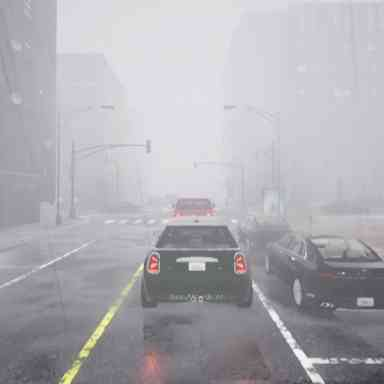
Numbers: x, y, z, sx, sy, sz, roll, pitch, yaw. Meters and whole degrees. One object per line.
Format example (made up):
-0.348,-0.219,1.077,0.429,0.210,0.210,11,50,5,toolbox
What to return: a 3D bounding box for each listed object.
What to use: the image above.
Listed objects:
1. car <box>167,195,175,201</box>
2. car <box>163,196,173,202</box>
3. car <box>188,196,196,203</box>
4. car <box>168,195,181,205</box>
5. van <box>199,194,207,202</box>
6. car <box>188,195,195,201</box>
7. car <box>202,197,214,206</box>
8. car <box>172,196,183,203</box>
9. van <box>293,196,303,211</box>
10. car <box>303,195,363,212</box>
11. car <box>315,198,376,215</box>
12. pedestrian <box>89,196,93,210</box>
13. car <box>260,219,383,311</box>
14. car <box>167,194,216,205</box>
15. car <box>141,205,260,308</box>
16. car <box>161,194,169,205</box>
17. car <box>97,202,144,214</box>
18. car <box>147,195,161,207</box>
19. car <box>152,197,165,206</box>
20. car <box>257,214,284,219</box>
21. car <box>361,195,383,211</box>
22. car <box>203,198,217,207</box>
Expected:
-5.716,1.648,90.387,1.947,1.339,4.313,1,0,0,car
-5.711,1.637,79.245,1.947,1.339,4.313,1,0,0,car
-0.030,1.592,75.447,1.812,1.442,4.674,0,0,0,car
-3.093,1.405,60.611,2.097,1.767,4.553,0,0,0,car
2.671,1.413,79.210,1.690,1.788,3.998,1,0,0,van
-0.037,1.583,90.833,1.837,1.490,4.892,0,0,0,car
2.678,1.632,56.924,1.802,1.307,4.206,1,0,0,car
-3.029,1.589,70.681,2.128,1.511,4.902,0,0,0,car
13.748,1.316,38.178,3.998,1.788,1.690,0,0,0,van
14.971,1.403,35.576,5.008,1.535,1.882,-1,-1,2,car
13.691,1.428,29.796,4.206,1.307,1.802,0,0,0,car
-12.545,1.368,41.312,0.375,1.860,0.375,0,0,0,pedestrian
2.828,1.557,7.590,2.008,1.369,4.403,1,0,0,car
0.080,1.236,17.558,2.150,2.045,5.566,0,0,0,car
0.097,1.359,8.087,2.097,1.767,4.553,0,0,0,car
-3.141,1.266,51.042,2.150,2.045,5.566,0,0,0,car
-7.688,1.703,35.738,4.718,1.301,1.895,0,-1,0,car
-5.696,1.360,51.390,2.192,1.841,5.009,1,0,0,car
-5.702,1.595,56.961,1.887,1.381,4.507,1,0,0,car
2.825,1.562,13.160,2.008,1.369,4.403,1,0,0,car
19.275,1.247,38.140,5.009,1.841,2.192,0,0,0,car
2.680,1.611,51.353,1.947,1.339,4.313,1,0,0,car
